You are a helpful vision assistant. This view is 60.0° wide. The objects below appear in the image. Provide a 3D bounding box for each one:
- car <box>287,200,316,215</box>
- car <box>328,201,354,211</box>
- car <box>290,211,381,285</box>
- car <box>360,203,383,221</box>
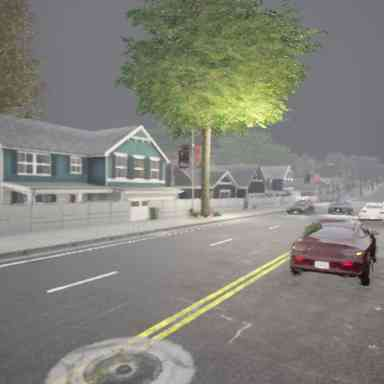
[{"bbox_3d":[11.085,1.528,33.371,2.033,1.411,5.357,1,0,32],"label":"car"},{"bbox_3d":[15.109,1.589,33.685,1.994,1.385,4.181,1,0,32],"label":"car"},{"bbox_3d":[4.161,1.485,9.487,1.812,1.442,4.674,1,0,32],"label":"car"},{"bbox_3d":[13.518,1.537,24.581,1.812,1.442,4.674,1,0,32],"label":"car"}]
